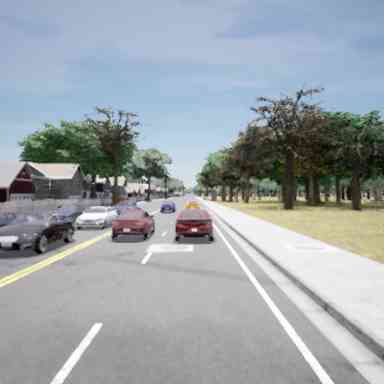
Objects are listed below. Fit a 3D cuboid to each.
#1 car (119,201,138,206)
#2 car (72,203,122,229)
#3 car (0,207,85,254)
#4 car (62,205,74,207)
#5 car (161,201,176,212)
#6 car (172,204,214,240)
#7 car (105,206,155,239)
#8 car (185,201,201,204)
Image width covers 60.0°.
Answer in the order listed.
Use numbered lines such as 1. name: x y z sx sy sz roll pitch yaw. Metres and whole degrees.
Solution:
1. car: -6.535 1.656 33.133 2.097 1.767 4.553 0 -1 0
2. car: -6.566 1.743 23.436 1.812 1.442 4.674 0 -1 0
3. car: -6.590 1.626 14.275 2.128 1.511 4.902 0 -1 0
4. car: -9.810 1.795 26.838 2.033 1.411 5.357 0 -1 0
5. car: -3.114 1.928 44.297 1.812 1.442 4.674 0 0 0
6. car: 0.117 1.647 17.976 1.882 1.535 5.008 0 -1 0
7. car: -3.134 1.697 18.281 1.812 1.442 4.674 0 -1 0
8. car: 0.132 1.881 44.298 1.882 1.535 5.008 0 0 0
